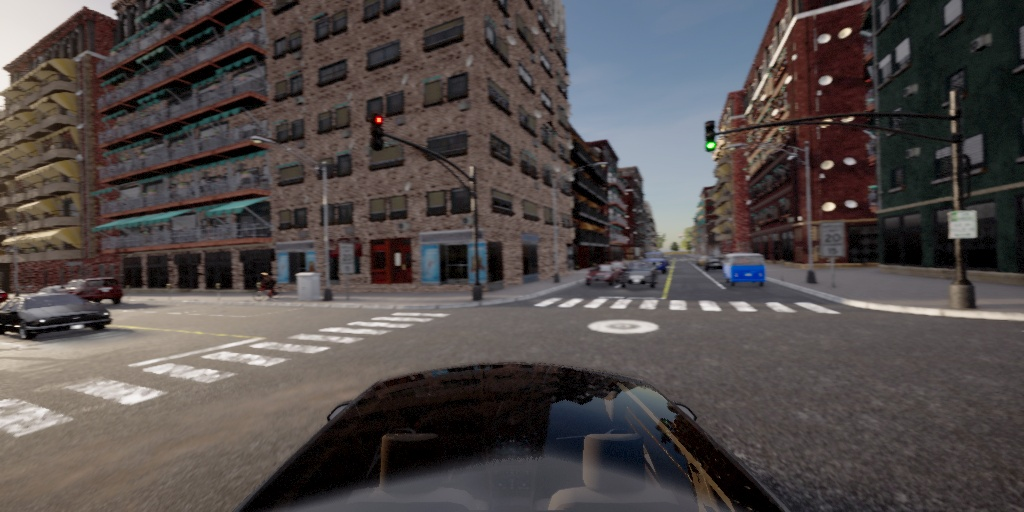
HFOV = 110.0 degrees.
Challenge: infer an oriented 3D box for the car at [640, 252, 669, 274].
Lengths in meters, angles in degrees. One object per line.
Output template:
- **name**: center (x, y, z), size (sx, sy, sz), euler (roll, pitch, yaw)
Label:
- **car**: center (13.888, 0.635, 35.062), size (2.150, 2.045, 5.566), euler (-2, 0, 25)

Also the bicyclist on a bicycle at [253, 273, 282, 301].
- **bicyclist on a bicycle**: center (-14.381, 1.792, 21.092), size (0.582, 1.620, 1.656), euler (-2, 0, 24)

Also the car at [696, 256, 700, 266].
- **car**: center (24.901, 0.628, 46.049), size (1.751, 1.417, 4.829), euler (0, 0, 25)

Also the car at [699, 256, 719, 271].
- **car**: center (20.162, 0.786, 35.714), size (1.948, 1.339, 4.313), euler (0, 0, 25)

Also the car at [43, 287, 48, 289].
- **car**: center (-33.577, 2.896, 26.514), size (4.403, 1.370, 2.007), euler (0, 0, 24)

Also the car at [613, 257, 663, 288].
- **car**: center (7.770, 1.055, 21.733), size (2.128, 1.511, 4.902), euler (-2, 0, 24)

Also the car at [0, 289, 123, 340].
- **car**: center (-16.986, 2.092, 13.105), size (5.357, 1.411, 2.033), euler (-3, 0, 24)

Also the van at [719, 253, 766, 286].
- **van**: center (13.159, 0.733, 20.442), size (1.690, 1.789, 3.998), euler (0, 0, 25)

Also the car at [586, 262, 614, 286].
- **car**: center (6.097, 1.204, 23.860), size (1.802, 1.307, 4.207), euler (0, 0, 25)

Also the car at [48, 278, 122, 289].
- **car**: center (-28.420, 2.424, 24.184), size (5.009, 1.841, 2.192), euler (0, 0, 24)

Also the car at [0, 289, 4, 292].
- **car**: center (-38.767, 3.041, 26.125), size (5.008, 1.535, 1.882), euler (-3, 0, 25)
